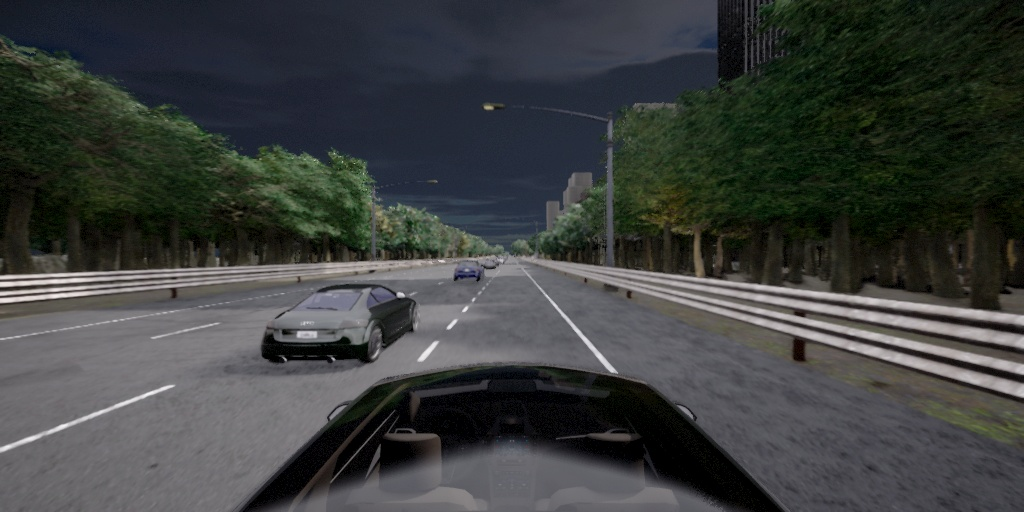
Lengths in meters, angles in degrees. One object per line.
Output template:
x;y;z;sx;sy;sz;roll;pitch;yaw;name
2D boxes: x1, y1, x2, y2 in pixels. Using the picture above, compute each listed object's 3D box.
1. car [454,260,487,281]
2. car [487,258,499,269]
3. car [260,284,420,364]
-3.505;1.127;30.079;2.097;1.767;4.553;0;0;0;car
-3.509;1.379;57.262;1.994;1.385;4.181;0;0;0;car
-3.502;1.318;8.135;1.994;1.385;4.181;0;0;0;car
